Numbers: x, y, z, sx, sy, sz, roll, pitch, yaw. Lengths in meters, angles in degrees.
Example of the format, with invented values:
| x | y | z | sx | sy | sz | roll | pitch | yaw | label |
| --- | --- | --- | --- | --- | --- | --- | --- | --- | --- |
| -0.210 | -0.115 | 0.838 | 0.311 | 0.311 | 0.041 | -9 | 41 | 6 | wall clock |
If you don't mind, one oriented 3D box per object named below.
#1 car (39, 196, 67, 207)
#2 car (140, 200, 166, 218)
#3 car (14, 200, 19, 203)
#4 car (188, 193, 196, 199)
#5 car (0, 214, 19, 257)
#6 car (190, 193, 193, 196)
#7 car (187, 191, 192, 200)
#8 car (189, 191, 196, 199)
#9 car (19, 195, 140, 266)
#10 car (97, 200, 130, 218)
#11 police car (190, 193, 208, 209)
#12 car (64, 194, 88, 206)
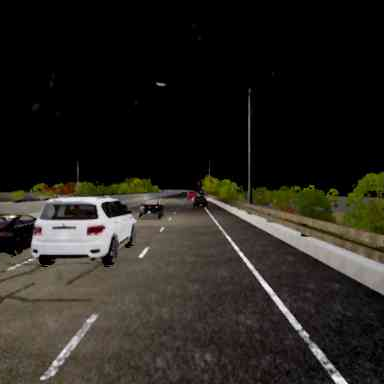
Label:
| x | y | z | sx | sy | sz | roll | pitch | yaw | label |
| --- | --- | --- | --- | --- | --- | --- | --- | --- | --- |
| -21.076 | 1.339 | 50.588 | 2.128 | 1.511 | 4.902 | 0 | 0 | 0 | car |
| -3.410 | 1.406 | 28.908 | 2.128 | 1.511 | 4.902 | 0 | 0 | 0 | car |
| -24.569 | 1.398 | 49.951 | 2.033 | 1.411 | 5.357 | 0 | 0 | 1 | car |
| -0.034 | 1.114 | 93.604 | 2.128 | 1.511 | 4.902 | 0 | 0 | 0 | car |
| -6.904 | 1.526 | 12.861 | 1.994 | 1.385 | 4.181 | 0 | 0 | 0 | car |
| 1.032 | 1.298 | 52.103 | 1.801 | 1.575 | 5.366 | 0 | 0 | 0 | car |
| -0.027 | 0.838 | 76.385 | 2.150 | 2.045 | 5.566 | 0 | 0 | 0 | car |
| 1.029 | 1.176 | 57.883 | 2.097 | 1.767 | 4.553 | 0 | 0 | 0 | car |
| -3.403 | 1.187 | 11.510 | 2.150 | 2.045 | 5.566 | 0 | 0 | 0 | car |
| -6.910 | 1.476 | 29.631 | 1.994 | 1.385 | 4.181 | 0 | 0 | 0 | car |
| 1.035 | 1.299 | 42.023 | 1.930 | 1.638 | 5.238 | 0 | 0 | 0 | police car |
| -17.577 | 1.200 | 50.765 | 2.097 | 1.767 | 4.553 | 0 | 0 | 0 | car |
